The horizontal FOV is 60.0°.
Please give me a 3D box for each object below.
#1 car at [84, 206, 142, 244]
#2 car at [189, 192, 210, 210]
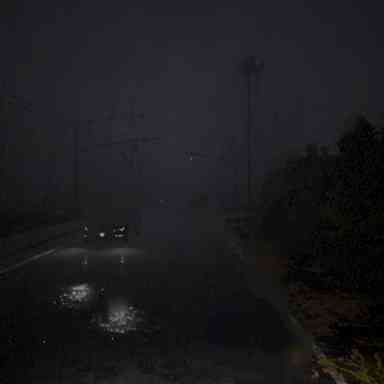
[{"bbox_3d":[-3.523,1.442,15.528,1.837,1.490,4.892,0,0,0],"label":"car"},{"bbox_3d":[0.895,1.053,39.449,2.150,2.045,5.566,0,0,3],"label":"car"}]
